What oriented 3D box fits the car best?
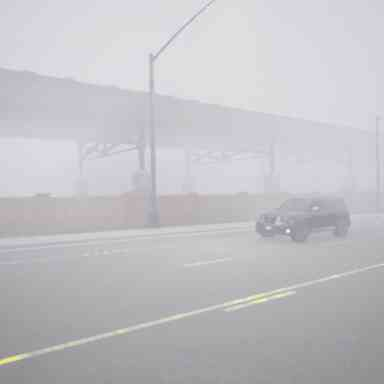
[{"bbox_3d":[5.701,1.262,16.646,5.566,2.045,2.150,0,0,-35],"label":"car"}]
